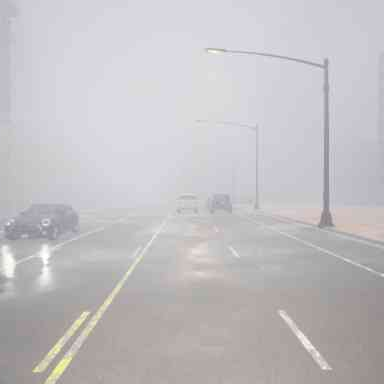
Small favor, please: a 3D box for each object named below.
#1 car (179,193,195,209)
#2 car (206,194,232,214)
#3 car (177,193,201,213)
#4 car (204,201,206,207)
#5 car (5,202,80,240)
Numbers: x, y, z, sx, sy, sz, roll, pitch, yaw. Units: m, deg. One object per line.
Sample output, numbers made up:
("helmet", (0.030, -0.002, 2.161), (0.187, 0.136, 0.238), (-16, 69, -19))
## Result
("car", (-0.683, 1.221, 47.536), (2.150, 2.045, 5.566), (0, 0, -1))
("car", (3.014, 1.221, 36.092), (2.150, 2.045, 5.566), (0, 0, -1))
("car", (-0.500, 1.221, 36.943), (2.150, 2.045, 5.566), (0, 0, -1))
("car", (2.805, 1.547, 46.747), (2.033, 1.411, 5.357), (0, 0, -1))
("car", (-7.338, 1.352, 16.771), (2.097, 1.767, 4.553), (0, 0, 0))
